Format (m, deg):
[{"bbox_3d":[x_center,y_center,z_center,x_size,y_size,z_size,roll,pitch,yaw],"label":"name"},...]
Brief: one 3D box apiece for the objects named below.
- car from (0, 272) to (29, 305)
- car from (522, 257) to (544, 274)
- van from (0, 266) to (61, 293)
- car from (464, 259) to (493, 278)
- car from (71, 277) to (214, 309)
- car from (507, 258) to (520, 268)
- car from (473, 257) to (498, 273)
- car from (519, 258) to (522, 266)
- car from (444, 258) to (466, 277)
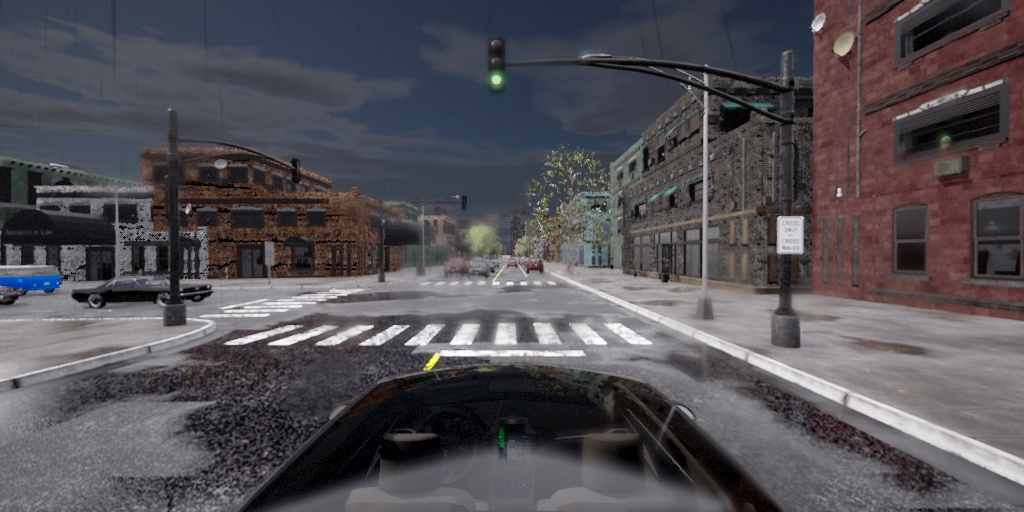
[{"bbox_3d":[-25.514,1.652,16.169,4.674,1.442,1.812,-1,0,-1],"label":"car"},{"bbox_3d":[2.690,1.120,42.771,2.192,1.841,5.009,0,0,0],"label":"car"},{"bbox_3d":[-30.299,1.489,21.906,3.998,1.789,1.690,0,0,-1],"label":"van"},{"bbox_3d":[-3.104,1.299,34.186,1.837,1.490,4.892,0,0,0],"label":"car"},{"bbox_3d":[-16.538,1.599,16.276,4.718,1.301,1.895,-1,0,-1],"label":"car"},{"bbox_3d":[0.095,1.359,64.261,1.812,1.442,4.674,0,0,0],"label":"car"},{"bbox_3d":[-3.103,1.158,43.184,2.097,1.767,4.553,0,0,0],"label":"car"},{"bbox_3d":[2.689,1.378,59.403,2.007,1.370,4.403,0,0,0],"label":"car"},{"bbox_3d":[-5.690,1.113,37.226,2.192,1.841,5.009,0,0,0],"label":"car"}]
